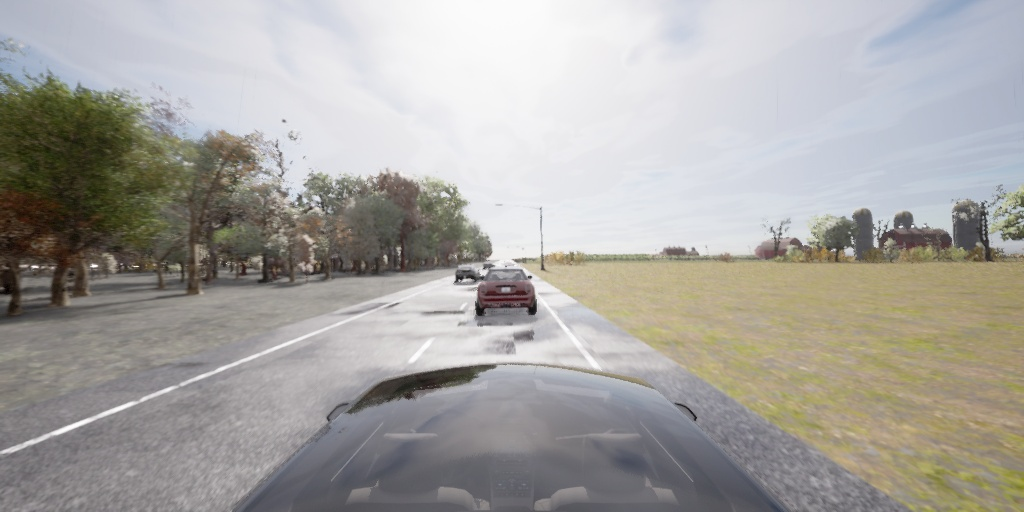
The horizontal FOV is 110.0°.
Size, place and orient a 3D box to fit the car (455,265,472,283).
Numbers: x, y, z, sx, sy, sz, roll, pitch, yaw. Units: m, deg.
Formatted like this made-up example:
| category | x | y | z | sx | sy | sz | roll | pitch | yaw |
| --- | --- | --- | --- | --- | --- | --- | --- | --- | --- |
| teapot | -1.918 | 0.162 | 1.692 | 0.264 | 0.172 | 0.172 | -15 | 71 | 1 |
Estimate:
| category | x | y | z | sx | sy | sz | roll | pitch | yaw |
| --- | --- | --- | --- | --- | --- | --- | --- | --- | --- |
| car | -3.924 | 1.534 | 31.945 | 1.837 | 1.490 | 4.892 | -1 | -1 | -1 |

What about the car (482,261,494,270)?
| category | x | y | z | sx | sy | sz | roll | pitch | yaw |
| --- | --- | --- | --- | --- | --- | --- | --- | --- | --- |
| car | -4.290 | 1.754 | 65.230 | 1.837 | 1.490 | 4.892 | -1 | -1 | -1 |

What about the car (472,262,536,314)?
| category | x | y | z | sx | sy | sz | roll | pitch | yaw |
| --- | --- | --- | --- | --- | --- | --- | --- | --- | --- |
| car | -0.231 | 1.195 | 14.433 | 2.097 | 1.767 | 4.553 | -1 | 0 | -1 |
